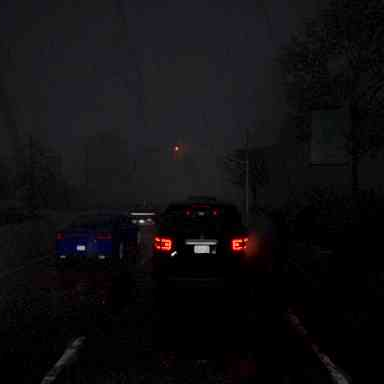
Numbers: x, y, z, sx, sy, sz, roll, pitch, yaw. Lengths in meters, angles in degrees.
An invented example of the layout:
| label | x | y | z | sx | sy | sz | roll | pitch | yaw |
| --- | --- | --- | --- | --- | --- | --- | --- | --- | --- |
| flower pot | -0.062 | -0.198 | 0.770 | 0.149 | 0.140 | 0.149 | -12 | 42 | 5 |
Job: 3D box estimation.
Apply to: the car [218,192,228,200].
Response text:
| label | x | y | z | sx | sy | sz | roll | pitch | yaw |
| --- | --- | --- | --- | --- | --- | --- | --- | --- | --- |
| car | 8.399 | 1.093 | 88.623 | 2.150 | 2.045 | 5.566 | 0 | 0 | 11 |

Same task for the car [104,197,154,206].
| label | x | y | z | sx | sy | sz | roll | pitch | yaw |
| --- | --- | --- | --- | --- | --- | --- | --- | --- | --- |
| car | -7.390 | 1.548 | 37.915 | 5.357 | 1.411 | 2.033 | 0 | 0 | -9 |

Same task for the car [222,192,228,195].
| label | x | y | z | sx | sy | sz | roll | pitch | yaw |
| --- | --- | --- | --- | --- | --- | --- | --- | --- | --- |
| car | 6.611 | 1.350 | 78.457 | 2.097 | 1.767 | 4.553 | 0 | 0 | 10 |

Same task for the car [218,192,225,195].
| label | x | y | z | sx | sy | sz | roll | pitch | yaw |
| --- | --- | --- | --- | --- | --- | --- | --- | --- | --- |
| car | 0.596 | 1.221 | 19.560 | 2.150 | 2.045 | 5.566 | 0 | 0 | 2 |

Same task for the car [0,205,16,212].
| label | x | y | z | sx | sy | sz | roll | pitch | yaw |
| --- | --- | --- | --- | --- | --- | --- | --- | --- | --- |
| car | -3.362 | 1.221 | 1.489 | 2.150 | 2.045 | 5.566 | 0 | 0 | 0 |

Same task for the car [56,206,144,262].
| label | x | y | z | sx | sy | sz | roll | pitch | yaw |
| --- | --- | --- | --- | --- | --- | --- | --- | --- | --- |
| car | -3.169 | 1.478 | 12.166 | 1.882 | 1.535 | 5.008 | 0 | 0 | 2 |

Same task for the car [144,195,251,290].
| label | x | y | z | sx | sy | sz | roll | pitch | yaw |
| --- | --- | --- | --- | --- | --- | --- | --- | --- | --- |
| car | 0.254 | 1.221 | 9.228 | 2.150 | 2.045 | 5.566 | 0 | 0 | 1 |

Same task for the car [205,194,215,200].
| label | x | y | z | sx | sy | sz | roll | pitch | yaw |
| --- | --- | --- | --- | --- | --- | --- | --- | --- | --- |
| car | 4.873 | 1.390 | 88.815 | 2.033 | 1.411 | 5.357 | 0 | 0 | 11 |

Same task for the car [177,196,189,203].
| label | x | y | z | sx | sy | sz | roll | pitch | yaw |
| --- | --- | --- | --- | --- | --- | --- | --- | --- | --- |
| car | -1.844 | 1.556 | 69.602 | 1.994 | 1.385 | 4.181 | 0 | 0 | 8 |

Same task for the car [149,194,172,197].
| label | x | y | z | sx | sy | sz | roll | pitch | yaw |
| --- | --- | --- | --- | --- | --- | --- | --- | --- | --- |
| car | -4.486 | 1.477 | 48.648 | 1.882 | 1.535 | 5.008 | 0 | 0 | 6 |

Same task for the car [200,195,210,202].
| label | x | y | z | sx | sy | sz | roll | pitch | yaw |
| --- | --- | --- | --- | --- | --- | --- | --- | --- | --- |
| car | 3.156 | 1.518 | 79.013 | 1.812 | 1.442 | 4.674 | 0 | 0 | 10 |

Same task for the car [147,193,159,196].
| label | x | y | z | sx | sy | sz | roll | pitch | yaw |
| --- | --- | --- | --- | --- | --- | --- | --- | --- | --- |
| car | -6.937 | 1.215 | 58.254 | 2.150 | 2.045 | 5.566 | 0 | 1 | 7 |

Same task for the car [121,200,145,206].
| label | x | y | z | sx | sy | sz | roll | pitch | yaw |
| --- | --- | --- | --- | --- | --- | --- | --- | --- | --- |
| car | -2.806 | 1.491 | 21.657 | 2.128 | 1.511 | 4.902 | 0 | 0 | 2 |

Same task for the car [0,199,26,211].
| label | x | y | z | sx | sy | sz | roll | pitch | yaw |
| --- | --- | --- | --- | --- | --- | --- | --- | --- | --- |
| car | -21.422 | 1.528 | 38.030 | 4.674 | 1.442 | 1.812 | 0 | 0 | 7 |

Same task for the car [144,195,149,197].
| label | x | y | z | sx | sy | sz | roll | pitch | yaw |
| --- | --- | --- | --- | --- | --- | --- | --- | --- | --- |
| car | -8.017 | 1.564 | 48.515 | 1.994 | 1.385 | 4.181 | 0 | 0 | 6 |
